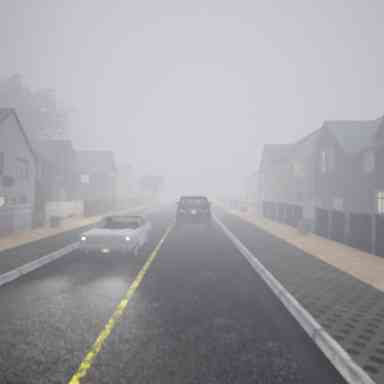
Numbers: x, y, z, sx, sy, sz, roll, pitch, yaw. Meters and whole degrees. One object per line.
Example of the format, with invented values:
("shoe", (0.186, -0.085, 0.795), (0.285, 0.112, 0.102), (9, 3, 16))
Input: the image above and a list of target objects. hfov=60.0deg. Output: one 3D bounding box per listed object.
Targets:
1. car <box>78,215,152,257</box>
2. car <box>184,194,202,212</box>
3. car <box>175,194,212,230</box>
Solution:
("car", (-2.787, 1.591, 12.952), (1.895, 1.301, 4.718), (0, 0, 0))
("car", (0.101, 1.275, 41.734), (2.150, 2.045, 5.566), (0, 0, 0))
("car", (0.100, 1.216, 21.200), (2.150, 2.045, 5.566), (0, 0, 0))
